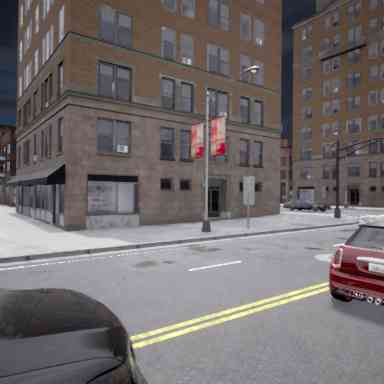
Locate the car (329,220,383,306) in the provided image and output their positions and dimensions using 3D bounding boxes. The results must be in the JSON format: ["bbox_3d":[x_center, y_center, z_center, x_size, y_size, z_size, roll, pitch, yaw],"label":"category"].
[{"bbox_3d":[4.967,1.354,7.078,4.553,1.767,2.097,0,0,-36],"label":"car"}]

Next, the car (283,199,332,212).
[{"bbox_3d":[12.823,1.466,37.445,2.033,1.411,5.357,1,0,-36],"label":"car"}]

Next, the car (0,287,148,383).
[{"bbox_3d":[-2.846,1.221,1.405,5.566,2.045,2.150,0,0,-36],"label":"car"}]
